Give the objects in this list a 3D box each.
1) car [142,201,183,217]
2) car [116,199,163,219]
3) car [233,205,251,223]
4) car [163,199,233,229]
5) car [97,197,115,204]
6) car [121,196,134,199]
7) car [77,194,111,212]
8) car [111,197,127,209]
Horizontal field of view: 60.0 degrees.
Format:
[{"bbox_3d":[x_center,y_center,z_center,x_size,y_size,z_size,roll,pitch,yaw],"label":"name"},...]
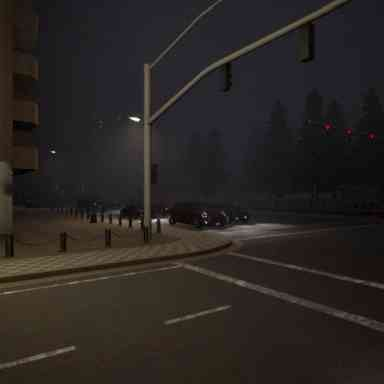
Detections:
[{"bbox_3d":[-3.028,1.656,33.125,1.895,1.301,4.718,0,0,-36],"label":"car"},{"bbox_3d":[-4.746,1.619,29.521,1.994,1.385,4.181,0,0,-36],"label":"car"},{"bbox_3d":[2.380,1.560,25.610,1.837,1.490,4.892,0,0,-36],"label":"car"},{"bbox_3d":[0.303,1.407,22.507,2.097,1.767,4.553,0,0,-36],"label":"car"},{"bbox_3d":[-16.733,1.655,64.449,1.895,1.301,4.718,0,0,-36],"label":"car"},{"bbox_3d":[-11.472,1.407,57.172,2.097,1.767,4.553,0,0,-36],"label":"car"},{"bbox_3d":[-11.978,1.275,39.571,2.150,2.045,5.566,0,0,-36],"label":"car"},{"bbox_3d":[-10.843,1.655,43.996,1.895,1.301,4.718,0,0,-36],"label":"car"}]
